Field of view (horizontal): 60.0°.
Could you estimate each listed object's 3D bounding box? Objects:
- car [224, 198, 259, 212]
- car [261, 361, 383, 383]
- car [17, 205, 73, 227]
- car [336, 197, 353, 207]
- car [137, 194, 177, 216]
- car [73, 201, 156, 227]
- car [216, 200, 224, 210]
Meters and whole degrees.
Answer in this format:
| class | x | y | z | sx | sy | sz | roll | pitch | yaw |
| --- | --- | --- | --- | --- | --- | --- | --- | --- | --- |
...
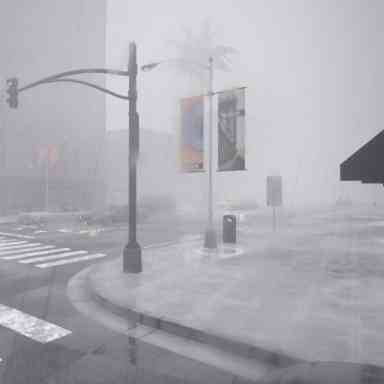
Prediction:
| class | x | y | z | sx | sy | sz | roll | pitch | yaw |
| --- | --- | --- | --- | --- | --- | --- | --- | --- | --- |
| car | 6.177 | 1.538 | 39.328 | 1.882 | 1.535 | 5.008 | 0 | 0 | 35 |
| car | 2.173 | 1.551 | 1.296 | 4.403 | 1.369 | 2.008 | 0 | 0 | 36 |
| car | -9.356 | 1.615 | 22.989 | 1.895 | 1.301 | 4.718 | 0 | 0 | 35 |
| car | 24.756 | 1.620 | 54.043 | 2.128 | 1.511 | 4.902 | 0 | 0 | 35 |
| car | -3.663 | 1.253 | 31.042 | 2.150 | 2.045 | 5.566 | 0 | 0 | 35 |
| car | -5.214 | 1.570 | 23.210 | 2.033 | 1.411 | 5.357 | 0 | 0 | 35 |
| car | 4.937 | 1.540 | 43.192 | 1.882 | 1.535 | 5.008 | 0 | 1 | 35 |
